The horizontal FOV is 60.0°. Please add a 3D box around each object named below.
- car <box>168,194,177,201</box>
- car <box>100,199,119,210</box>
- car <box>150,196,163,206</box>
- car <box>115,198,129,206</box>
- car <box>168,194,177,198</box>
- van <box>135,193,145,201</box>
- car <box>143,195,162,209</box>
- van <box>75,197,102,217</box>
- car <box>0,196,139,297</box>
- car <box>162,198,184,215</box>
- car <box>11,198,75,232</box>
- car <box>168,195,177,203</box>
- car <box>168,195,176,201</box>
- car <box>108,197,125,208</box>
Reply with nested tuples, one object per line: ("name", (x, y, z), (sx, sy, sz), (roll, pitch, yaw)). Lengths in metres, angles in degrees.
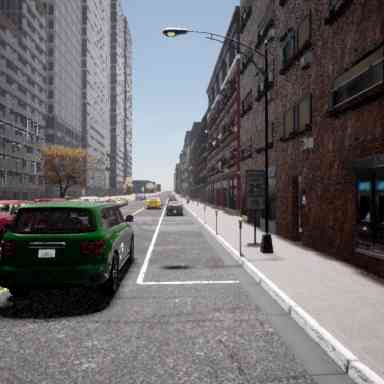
("car", (-5.045, 1.340, 84.014), (2.192, 1.841, 5.009), (1, 0, -4))
("car", (-10.843, 1.621, 44.007), (1.802, 1.307, 4.206), (0, 0, -4))
("car", (-5.836, 1.514, 55.369), (1.882, 1.535, 5.008), (0, 0, -3))
("car", (-11.576, 1.621, 55.276), (1.802, 1.307, 4.206), (1, 0, -4))
("car", (-3.947, 1.473, 67.113), (1.967, 1.590, 4.097), (1, 0, -4))
("van", (-13.407, 1.369, 83.448), (1.690, 1.788, 3.998), (1, 0, -4))
("car", (-5.141, 1.514, 45.181), (1.882, 1.535, 5.008), (0, 0, -3))
("van", (-10.107, 1.375, 32.738), (1.690, 1.788, 3.998), (0, 0, -4))
("car", (-2.857, 1.231, 8.822), (2.150, 2.045, 5.566), (0, 0, -4))
("car", (-1.748, 1.582, 33.301), (2.008, 1.369, 4.403), (0, 0, -4))
("car", (-9.374, 1.341, 21.469), (2.192, 1.841, 5.009), (0, 0, -4))
("car", (-4.313, 1.471, 72.746), (1.967, 1.590, 4.097), (1, 0, -4))
("car", (-5.414, 1.564, 89.651), (1.887, 1.381, 4.507), (1, 0, -4))
("car", (-11.198, 1.564, 49.472), (1.752, 1.417, 4.829), (1, 0, -4))
